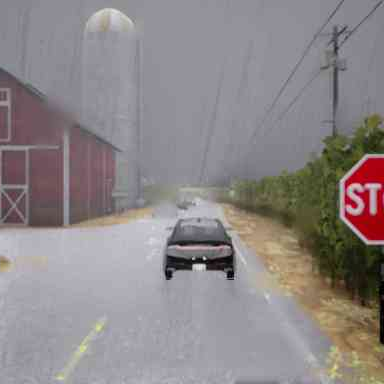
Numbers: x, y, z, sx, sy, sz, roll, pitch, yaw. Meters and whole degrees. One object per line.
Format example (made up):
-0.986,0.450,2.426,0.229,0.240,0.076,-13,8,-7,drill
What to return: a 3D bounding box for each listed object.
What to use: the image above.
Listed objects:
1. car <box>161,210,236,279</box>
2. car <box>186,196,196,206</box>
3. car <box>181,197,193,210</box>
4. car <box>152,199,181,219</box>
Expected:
0.221,1.520,10.089,2.128,1.511,4.902,0,0,1,car
-0.485,1.506,56.816,2.097,1.767,4.553,0,0,3,car
-1.496,1.664,42.808,2.033,1.411,5.357,0,0,5,car
-2.383,1.608,30.161,1.812,1.442,4.674,0,0,4,car
